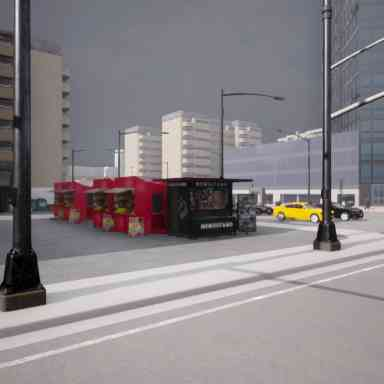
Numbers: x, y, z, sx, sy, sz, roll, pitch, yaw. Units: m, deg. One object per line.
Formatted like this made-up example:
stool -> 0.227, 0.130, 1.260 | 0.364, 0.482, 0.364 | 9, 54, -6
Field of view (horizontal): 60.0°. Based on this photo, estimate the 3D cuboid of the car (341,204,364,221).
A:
car -> 12.052, 1.587, 28.553 | 1.882, 1.535, 5.008 | 0, -1, -36

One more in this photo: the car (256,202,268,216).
car -> 6.771, 1.778, 35.835 | 1.994, 1.385, 4.181 | 0, -1, -36

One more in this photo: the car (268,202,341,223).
car -> 8.948, 1.589, 26.838 | 1.882, 1.535, 5.008 | 0, -1, -38

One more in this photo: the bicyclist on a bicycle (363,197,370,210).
bicyclist on a bicycle -> 22.309, 1.466, 42.475 | 1.656, 1.620, 0.582 | 0, 0, -36

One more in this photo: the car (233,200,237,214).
car -> 3.127, 1.455, 34.907 | 2.150, 2.045, 5.566 | 0, -1, -36
